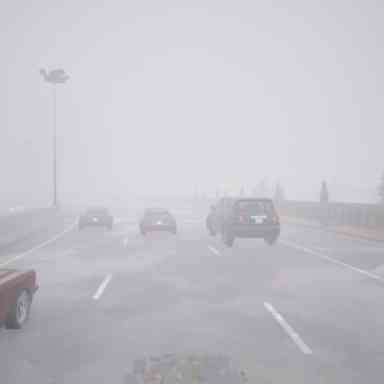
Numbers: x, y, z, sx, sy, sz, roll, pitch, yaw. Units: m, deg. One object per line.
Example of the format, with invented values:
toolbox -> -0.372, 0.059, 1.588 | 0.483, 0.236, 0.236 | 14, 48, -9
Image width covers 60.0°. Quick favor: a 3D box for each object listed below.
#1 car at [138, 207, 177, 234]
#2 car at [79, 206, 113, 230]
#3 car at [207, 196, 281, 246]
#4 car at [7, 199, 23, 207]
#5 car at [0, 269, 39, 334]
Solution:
car -> -2.081, 1.580, 19.361 | 1.994, 1.385, 4.181 | 0, 0, -11
car -> -6.135, 1.597, 21.540 | 1.994, 1.385, 4.181 | 0, 0, -13
car -> 2.192, 1.219, 15.508 | 2.150, 2.045, 5.566 | 0, 0, -9
car -> -29.352, 1.739, 55.190 | 1.895, 1.301, 4.718 | 0, 0, -36
car -> -3.627, 1.617, 3.927 | 1.895, 1.301, 4.718 | 0, 0, -3
